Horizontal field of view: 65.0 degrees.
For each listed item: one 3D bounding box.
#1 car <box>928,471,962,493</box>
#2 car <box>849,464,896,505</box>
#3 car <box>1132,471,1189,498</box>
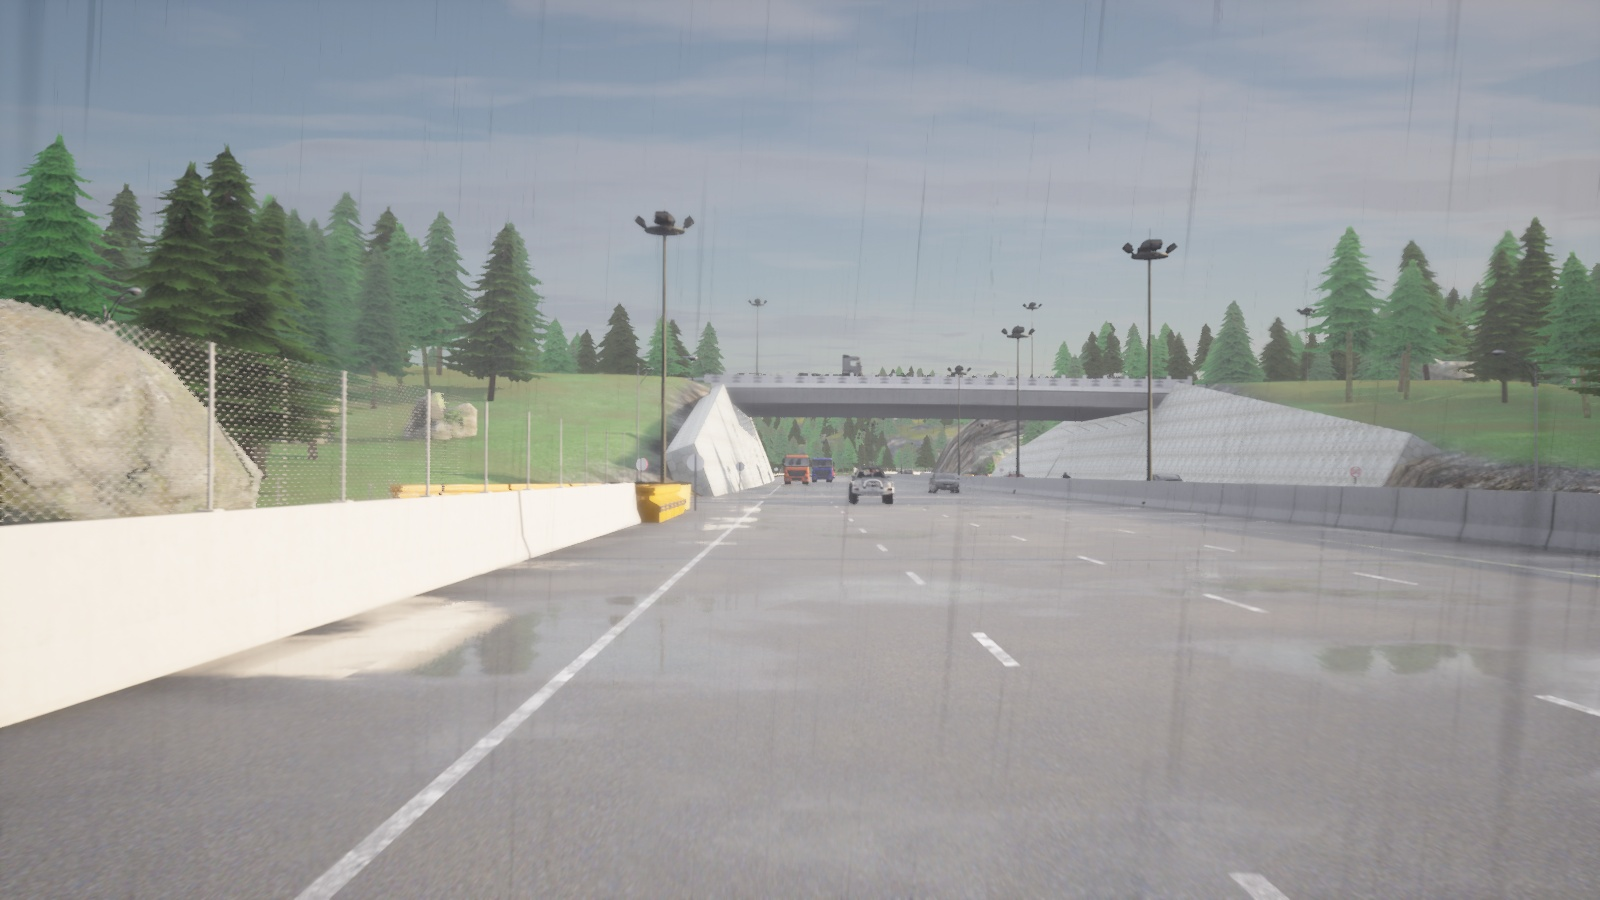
[{"bbox_3d":[10.284,2.276,89.356,1.837,1.490,4.892,0,-1,0],"label":"car"},{"bbox_3d":[3.356,1.610,59.243,1.932,1.855,4.605,0,-1,0],"label":"car"},{"bbox_3d":[20.824,1.953,72.711,1.837,1.490,4.892,0,-1,0],"label":"car"}]
